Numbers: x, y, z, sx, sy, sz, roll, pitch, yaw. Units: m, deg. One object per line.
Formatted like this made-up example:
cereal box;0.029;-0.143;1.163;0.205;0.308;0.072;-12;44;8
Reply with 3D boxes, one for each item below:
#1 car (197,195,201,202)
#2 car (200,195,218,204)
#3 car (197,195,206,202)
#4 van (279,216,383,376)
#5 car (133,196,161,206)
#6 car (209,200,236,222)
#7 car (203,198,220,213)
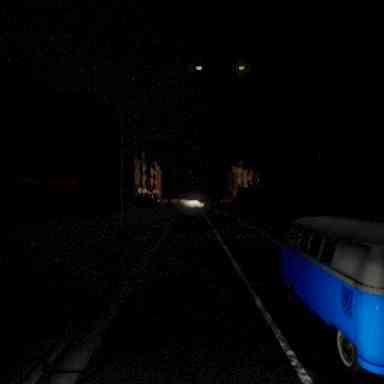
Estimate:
car;2.552;1.841;69.925;1.887;1.381;4.507;1;0;0
car;2.592;1.469;43.496;2.192;1.841;5.009;1;0;0
car;2.523;1.753;91.676;2.192;1.841;5.009;0;0;0
van;2.646;1.356;5.350;1.690;1.788;3.998;1;0;0
car;-7.388;1.468;55.172;4.553;1.767;2.097;0;-1;0
car;2.613;1.611;27.317;1.752;1.417;4.829;1;0;0
car;2.597;1.711;38.046;1.802;1.307;4.206;1;0;0
